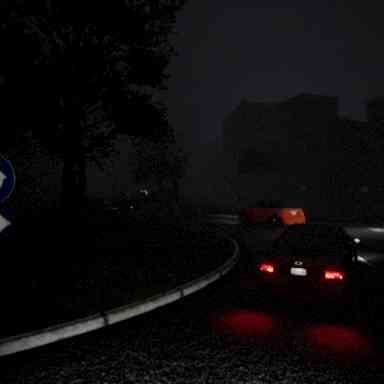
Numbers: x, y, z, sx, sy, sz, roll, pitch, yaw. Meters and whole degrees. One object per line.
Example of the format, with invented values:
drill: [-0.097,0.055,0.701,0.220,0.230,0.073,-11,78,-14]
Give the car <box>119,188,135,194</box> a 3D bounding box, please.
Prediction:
car: [-13.668,0.440,69.557,1.882,1.535,5.008,0,2,-5]

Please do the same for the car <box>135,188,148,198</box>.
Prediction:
car: [-10.744,0.460,70.504,2.128,1.511,4.902,0,2,-5]

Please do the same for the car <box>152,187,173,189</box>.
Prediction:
car: [-5.210,0.486,63.991,4.553,1.767,2.185,0,2,-6]

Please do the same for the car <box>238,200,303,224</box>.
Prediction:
car: [4.949,1.268,21.357,2.097,1.767,4.553,0,0,-29]

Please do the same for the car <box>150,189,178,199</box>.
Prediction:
car: [-4.958,0.685,61.251,4.892,1.521,2.231,0,1,-6]

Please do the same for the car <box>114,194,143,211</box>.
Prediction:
car: [-7.057,1.280,36.620,1.837,1.490,4.892,0,1,-20]

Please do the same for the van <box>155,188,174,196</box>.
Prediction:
van: [-6.431,0.002,77.482,4.442,1.987,1.878,0,2,-4]

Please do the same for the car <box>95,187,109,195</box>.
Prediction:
car: [-23.671,-0.067,86.145,2.097,1.535,5.008,0,2,-2]

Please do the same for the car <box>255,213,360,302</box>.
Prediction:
car: [3.110,1.516,8.416,2.033,1.411,5.357,0,0,27]

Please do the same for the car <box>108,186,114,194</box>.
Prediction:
car: [-23.816,-0.214,91.634,2.163,1.488,4.792,0,2,0]

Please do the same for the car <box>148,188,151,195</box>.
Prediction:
car: [-5.795,0.213,69.456,5.566,2.045,2.435,0,2,-6]

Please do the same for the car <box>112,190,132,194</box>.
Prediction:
car: [-12.496,0.779,59.444,2.033,1.411,5.357,0,1,-6]

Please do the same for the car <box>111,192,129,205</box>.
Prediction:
car: [-10.567,1.067,48.470,1.994,1.385,4.181,0,1,-12]
